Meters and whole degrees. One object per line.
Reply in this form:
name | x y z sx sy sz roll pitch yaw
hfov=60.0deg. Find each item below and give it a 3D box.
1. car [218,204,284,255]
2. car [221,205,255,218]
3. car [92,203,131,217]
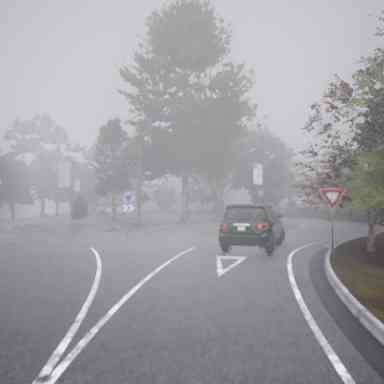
car | 2.834 1.567 15.204 2.150 2.045 5.566 -1 -2 21
car | 6.595 2.790 47.911 4.553 1.767 2.097 -2 -3 40
car | -11.802 2.517 49.027 5.566 2.045 2.150 1 -3 -30
